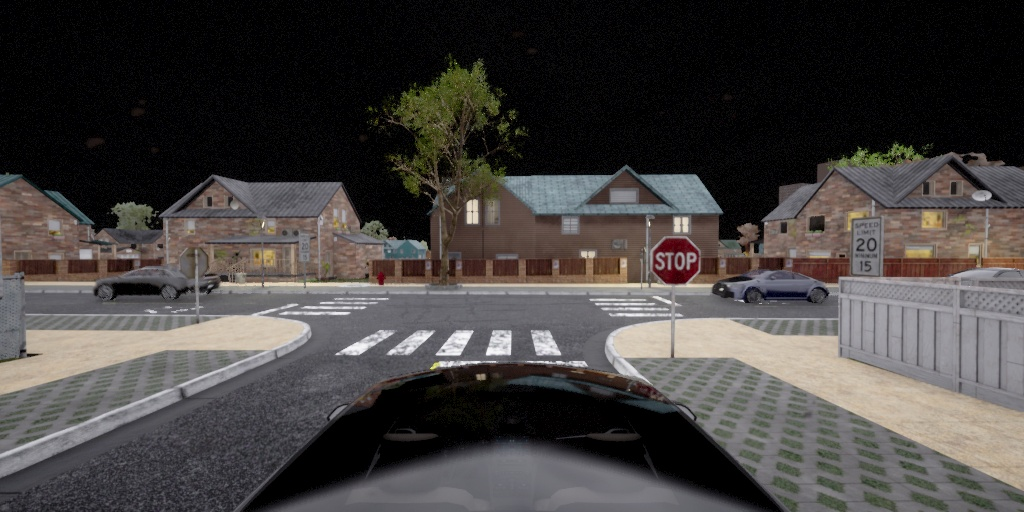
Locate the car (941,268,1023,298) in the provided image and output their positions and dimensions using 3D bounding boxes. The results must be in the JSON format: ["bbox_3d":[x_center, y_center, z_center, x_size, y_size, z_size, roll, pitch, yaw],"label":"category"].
[{"bbox_3d":[20.338,1.226,15.315,4.674,1.442,1.812,0,1,1],"label":"car"}]

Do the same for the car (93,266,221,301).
[{"bbox_3d":[-16.219,1.196,16.471,4.902,1.511,2.128,0,1,2],"label":"car"}]

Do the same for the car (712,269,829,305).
[{"bbox_3d":[11.068,1.268,15.537,4.181,1.385,1.994,0,1,0],"label":"car"}]
